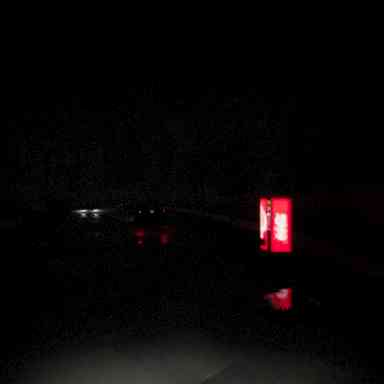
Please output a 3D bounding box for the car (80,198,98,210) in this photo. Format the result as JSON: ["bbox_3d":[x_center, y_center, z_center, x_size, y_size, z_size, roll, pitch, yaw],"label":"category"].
[{"bbox_3d":[-13.529,1.529,43.651,1.812,1.442,4.674,0,0,-24],"label":"car"}]

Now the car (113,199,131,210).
[{"bbox_3d":[-8.739,1.539,41.908,2.033,1.411,5.357,0,0,-22],"label":"car"}]

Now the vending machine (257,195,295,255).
[{"bbox_3d":[3.061,1.178,12.206,1.100,2.100,0.880,0,0,-7],"label":"vending machine"}]

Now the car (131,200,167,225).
[{"bbox_3d":[-3.137,1.343,24.382,2.097,1.767,4.553,0,0,-13],"label":"car"}]
